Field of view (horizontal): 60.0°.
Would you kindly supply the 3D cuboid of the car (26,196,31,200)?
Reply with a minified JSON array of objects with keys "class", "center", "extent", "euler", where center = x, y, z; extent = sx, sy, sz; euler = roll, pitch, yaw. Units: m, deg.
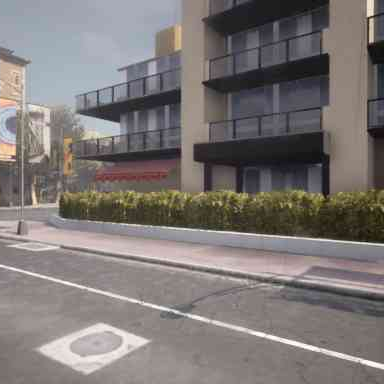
[{"class":"car","center":[-36.652,1.481,72.066],"extent":[4.892,1.521,2.231],"euler":[0,0,35]}]
